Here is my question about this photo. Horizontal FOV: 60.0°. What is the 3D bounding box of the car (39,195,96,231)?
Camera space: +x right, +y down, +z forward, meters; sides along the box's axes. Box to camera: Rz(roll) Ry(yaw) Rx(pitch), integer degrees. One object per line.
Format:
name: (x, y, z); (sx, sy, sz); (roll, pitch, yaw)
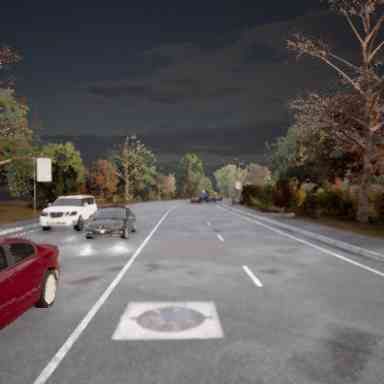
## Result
car: (-7.600, 1.236, 21.147); (2.150, 2.045, 5.566); (0, 0, -1)

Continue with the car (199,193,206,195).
car: (3.005, 1.313, 84.911); (2.150, 2.045, 5.566); (0, 0, 16)

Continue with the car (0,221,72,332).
car: (-3.695, 1.481, 5.091); (1.882, 1.535, 5.008); (0, 0, -1)

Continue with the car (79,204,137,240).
car: (-3.988, 1.499, 17.014); (1.837, 1.490, 4.892); (0, 0, -1)

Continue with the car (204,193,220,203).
car: (4.444, 1.655, 74.962); (1.837, 1.490, 4.892); (0, 0, 11)

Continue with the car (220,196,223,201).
car: (6.630, 1.705, 84.915); (1.895, 1.301, 4.718); (0, 0, 16)

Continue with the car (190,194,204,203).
car: (0.894, 1.758, 74.943); (1.895, 1.301, 4.718); (0, 0, 11)
